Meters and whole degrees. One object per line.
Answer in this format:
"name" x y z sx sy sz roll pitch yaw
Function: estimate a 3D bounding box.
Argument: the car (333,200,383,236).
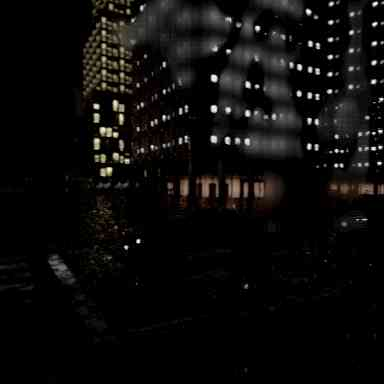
"car" 8.993 1.174 16.196 4.902 1.511 2.128 0 2 -30

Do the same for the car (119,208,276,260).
"car" 0.351 1.269 11.300 5.357 1.411 2.033 0 2 -29
